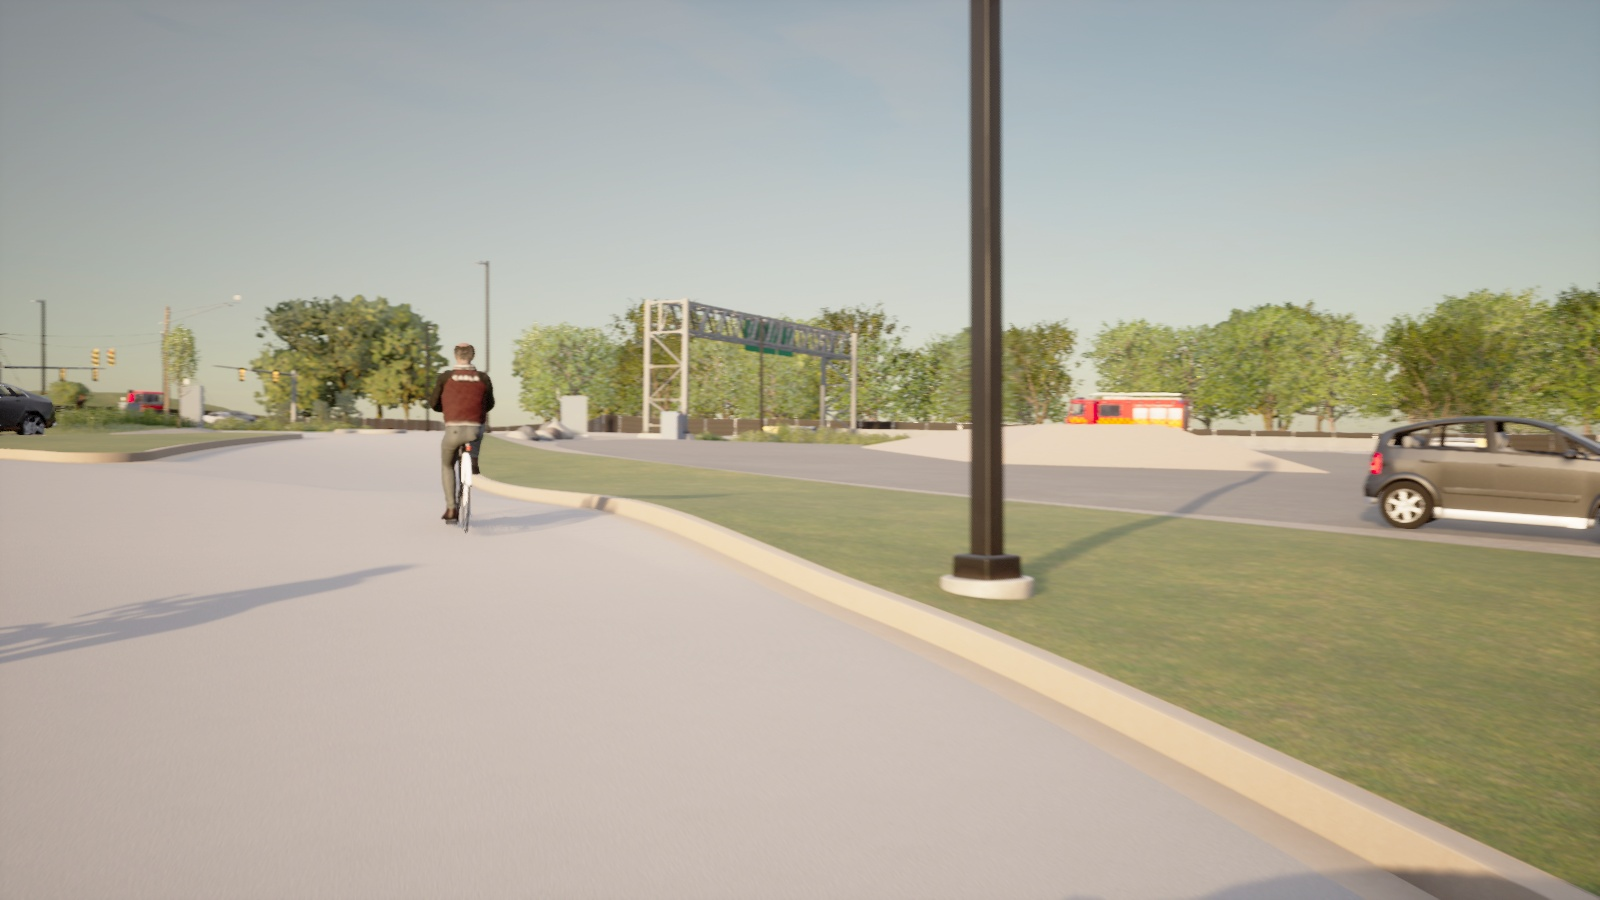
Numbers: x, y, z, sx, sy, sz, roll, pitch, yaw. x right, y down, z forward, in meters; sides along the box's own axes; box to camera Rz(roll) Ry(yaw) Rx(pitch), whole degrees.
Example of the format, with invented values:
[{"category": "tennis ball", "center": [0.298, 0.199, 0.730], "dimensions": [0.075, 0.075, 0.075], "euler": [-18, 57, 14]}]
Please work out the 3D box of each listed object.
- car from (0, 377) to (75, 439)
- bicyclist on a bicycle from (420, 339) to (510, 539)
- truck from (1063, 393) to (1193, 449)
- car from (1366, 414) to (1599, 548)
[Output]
[{"category": "car", "center": [-20.428, -1.010, 30.437], "dimensions": [2.128, 1.511, 4.902], "euler": [0, 1, 13]}, {"category": "bicyclist on a bicycle", "center": [-3.252, -0.148, 12.085], "dimensions": [0.659, 1.776, 1.843], "euler": [1, 3, -20]}, {"category": "truck", "center": [23.385, -2.079, 89.769], "dimensions": [8.468, 3.827, 2.891], "euler": [2, 1, 28]}, {"category": "car", "center": [9.670, 0.371, 16.546], "dimensions": [3.705, 1.549, 1.789], "euler": [4, 3, 35]}]
